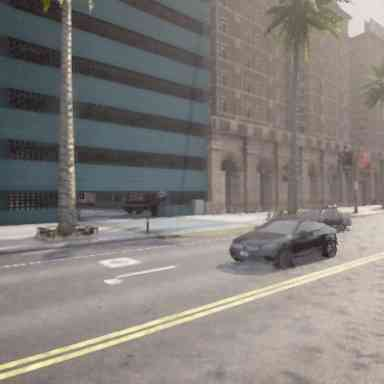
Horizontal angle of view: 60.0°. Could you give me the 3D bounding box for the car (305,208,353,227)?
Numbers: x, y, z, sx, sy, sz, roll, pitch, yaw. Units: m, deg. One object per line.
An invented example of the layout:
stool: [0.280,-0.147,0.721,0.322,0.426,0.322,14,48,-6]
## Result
car: [7.508,1.660,19.597,5.357,1.411,2.033,0,-1,-40]

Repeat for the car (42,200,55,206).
car: [-24.660,1.933,59.704,4.786,1.482,2.161,0,-1,-40]

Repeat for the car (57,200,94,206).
car: [-17.458,1.890,50.600,4.718,1.301,1.895,0,-1,-40]

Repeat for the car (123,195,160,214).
car: [-4.837,1.312,37.056,5.566,2.045,2.435,0,-1,-40]

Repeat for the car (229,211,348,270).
car: [3.331,1.597,11.493,4.674,1.442,1.812,0,-1,-40]
